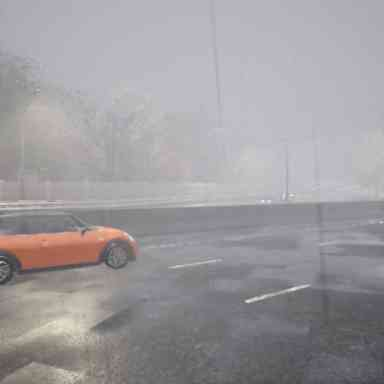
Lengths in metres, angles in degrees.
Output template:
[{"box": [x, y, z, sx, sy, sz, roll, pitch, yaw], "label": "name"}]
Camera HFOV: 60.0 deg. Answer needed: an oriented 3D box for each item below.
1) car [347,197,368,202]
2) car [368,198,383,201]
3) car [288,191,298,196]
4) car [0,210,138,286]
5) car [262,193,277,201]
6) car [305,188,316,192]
[{"box": [26.672, 1.479, 53.036, 5.008, 1.535, 1.882, 0, 0, -35], "label": "car"}, {"box": [29.401, 1.603, 50.670, 4.718, 1.301, 1.895, 0, 0, -35], "label": "car"}, {"box": [23.033, 0.527, 76.545, 1.812, 1.442, 4.674, 0, 2, 33], "label": "car"}, {"box": [-3.875, 1.351, 9.579, 4.553, 1.767, 2.097, 0, 0, -36], "label": "car"}, {"box": [14.750, 0.921, 63.320, 1.994, 1.385, 4.181, 0, 1, 31], "label": "car"}, {"box": [31.863, -0.351, 89.350, 1.882, 1.535, 5.008, 0, 3, 36], "label": "car"}]
